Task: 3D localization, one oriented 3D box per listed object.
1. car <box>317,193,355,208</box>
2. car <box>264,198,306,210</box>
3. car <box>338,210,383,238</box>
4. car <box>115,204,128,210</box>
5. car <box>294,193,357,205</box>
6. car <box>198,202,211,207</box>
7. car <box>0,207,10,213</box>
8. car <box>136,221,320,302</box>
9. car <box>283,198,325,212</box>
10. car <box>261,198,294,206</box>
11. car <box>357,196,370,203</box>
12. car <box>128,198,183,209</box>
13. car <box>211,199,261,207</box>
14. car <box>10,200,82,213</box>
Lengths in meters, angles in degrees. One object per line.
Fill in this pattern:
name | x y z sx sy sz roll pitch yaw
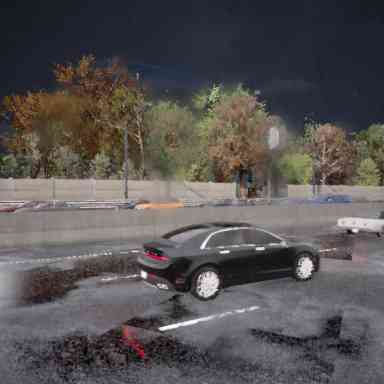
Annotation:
car | 21.081 1.229 48.549 5.566 2.045 2.150 0 0 -30
car | 12.150 1.550 43.340 5.357 1.411 2.033 0 0 -30
car | 9.956 1.600 17.513 4.718 1.301 1.895 0 0 -30
car | -5.179 1.505 33.224 4.892 1.490 1.837 0 0 -30
car | 12.643 1.223 31.473 5.566 2.045 2.150 0 0 -30
car | 3.263 1.548 38.161 5.357 1.411 2.033 0 0 -30
car | -13.557 1.478 28.339 5.008 1.535 1.882 0 0 -30
car | 1.063 1.504 8.270 4.892 1.490 1.837 0 0 -30
car | 13.528 1.494 40.093 4.902 1.511 2.128 0 0 -30
car | 9.805 1.479 33.867 5.008 1.535 1.882 0 0 -30
car | 22.053 1.359 45.067 4.553 1.767 2.097 0 0 -30
car | -3.077 1.352 30.401 4.553 1.767 2.097 0 0 -30
car | 5.119 1.548 35.186 5.357 1.411 2.033 0 0 -30
car | -11.067 1.492 25.738 4.902 1.511 2.128 0 0 -30
